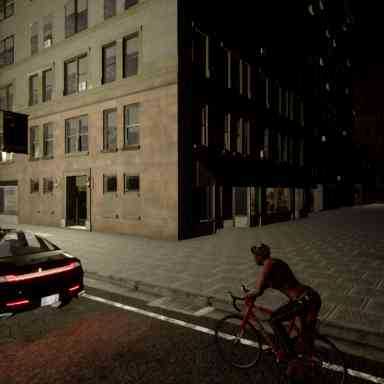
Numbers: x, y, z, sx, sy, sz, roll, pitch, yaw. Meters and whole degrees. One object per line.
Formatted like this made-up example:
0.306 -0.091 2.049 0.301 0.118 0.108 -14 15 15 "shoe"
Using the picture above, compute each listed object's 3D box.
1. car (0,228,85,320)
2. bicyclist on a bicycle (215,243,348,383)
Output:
-4.202 1.493 6.685 4.902 1.511 2.128 0 0 36 "car"
0.969 1.453 3.973 1.656 1.620 0.582 0 0 36 "bicyclist on a bicycle"
